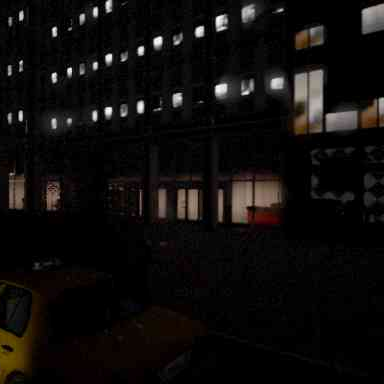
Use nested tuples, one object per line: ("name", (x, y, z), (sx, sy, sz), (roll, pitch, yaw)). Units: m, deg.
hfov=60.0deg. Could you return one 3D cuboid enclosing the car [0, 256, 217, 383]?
("car", (-2.024, 1.523, 4.312), (4.829, 1.417, 1.752), (0, 1, 36))
